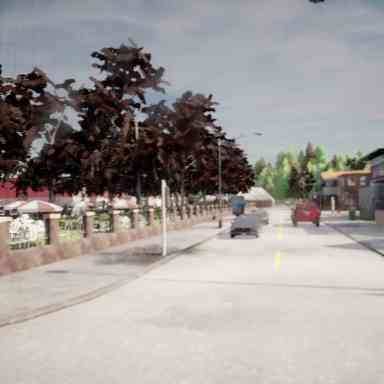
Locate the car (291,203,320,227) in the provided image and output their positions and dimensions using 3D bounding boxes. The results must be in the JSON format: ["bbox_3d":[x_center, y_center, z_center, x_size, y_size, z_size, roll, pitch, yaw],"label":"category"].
[{"bbox_3d":[10.391,2.041,30.516,2.150,2.045,5.566,-1,-2,15],"label":"car"}]

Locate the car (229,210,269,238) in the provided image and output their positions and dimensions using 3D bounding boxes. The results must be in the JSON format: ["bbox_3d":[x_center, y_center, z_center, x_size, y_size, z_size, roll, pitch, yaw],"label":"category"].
[{"bbox_3d":[3.788,2.217,22.392,2.033,1.411,5.357,-1,-2,16],"label":"car"}]

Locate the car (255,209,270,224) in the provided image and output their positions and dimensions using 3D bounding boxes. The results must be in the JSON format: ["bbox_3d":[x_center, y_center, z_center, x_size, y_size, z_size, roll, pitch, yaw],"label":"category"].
[{"bbox_3d":[6.578,2.436,32.388,2.128,1.511,4.902,-1,-2,16],"label":"car"}]

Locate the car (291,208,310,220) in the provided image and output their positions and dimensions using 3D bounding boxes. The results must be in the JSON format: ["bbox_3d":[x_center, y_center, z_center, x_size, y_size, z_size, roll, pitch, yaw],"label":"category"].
[{"bbox_3d":[13.177,2.658,40.491,1.994,1.385,4.181,-1,-2,16],"label":"car"}]
